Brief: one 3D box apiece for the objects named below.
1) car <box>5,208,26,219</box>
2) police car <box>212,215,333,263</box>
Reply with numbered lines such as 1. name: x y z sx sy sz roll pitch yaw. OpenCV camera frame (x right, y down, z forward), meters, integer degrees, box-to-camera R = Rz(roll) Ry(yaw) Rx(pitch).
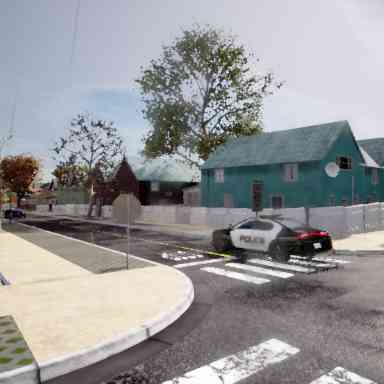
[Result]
1. car: -23.313 2.745 43.918 1.994 1.385 4.181 1 -2 -36
2. police car: 2.782 1.706 13.097 2.038 1.542 4.974 1 -2 -36
